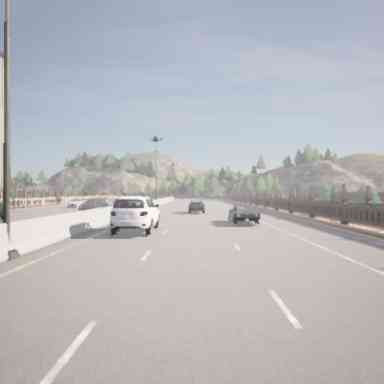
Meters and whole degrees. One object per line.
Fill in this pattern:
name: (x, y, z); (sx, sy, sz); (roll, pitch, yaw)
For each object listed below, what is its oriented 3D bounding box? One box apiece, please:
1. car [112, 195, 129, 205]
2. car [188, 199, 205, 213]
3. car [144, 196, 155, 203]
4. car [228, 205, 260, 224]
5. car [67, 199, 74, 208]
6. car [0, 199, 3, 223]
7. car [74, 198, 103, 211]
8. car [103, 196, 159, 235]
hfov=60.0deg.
car: (-13.342, 1.527, 62.129); (2.097, 1.767, 4.553); (0, 0, 1)
car: (0.518, 1.602, 38.931); (2.128, 1.511, 4.902); (0, 0, 1)
car: (-9.662, 1.738, 75.842); (1.837, 1.490, 4.892); (0, 0, 1)
car: (3.862, 1.676, 25.371); (1.895, 1.301, 4.718); (0, 0, 1)
car: (-17.018, 1.653, 49.785); (1.812, 1.442, 4.674); (0, 0, 1)
car: (-13.892, 1.267, 20.524); (2.150, 2.045, 5.566); (0, 0, 1)
car: (-10.222, 1.441, 34.672); (2.097, 1.767, 4.553); (0, 0, 1)
car: (-3.206, 1.273, 19.342); (2.150, 2.045, 5.566); (0, 0, 1)
